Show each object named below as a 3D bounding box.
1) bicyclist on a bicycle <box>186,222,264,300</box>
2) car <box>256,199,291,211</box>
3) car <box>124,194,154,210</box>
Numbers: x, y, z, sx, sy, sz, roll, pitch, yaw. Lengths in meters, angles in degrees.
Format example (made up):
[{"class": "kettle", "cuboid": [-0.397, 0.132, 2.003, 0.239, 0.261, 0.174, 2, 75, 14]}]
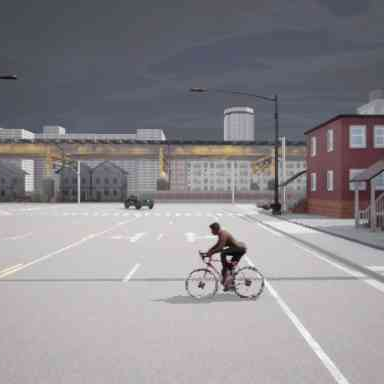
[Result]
[{"class": "bicyclist on a bicycle", "cuboid": [0.667, 1.453, 6.927, 1.656, 1.620, 0.582, -2, 0, 1]}, {"class": "car", "cuboid": [10.596, 1.547, 40.988, 5.357, 1.411, 2.033, 0, 0, 4]}, {"class": "car", "cuboid": [-7.004, 1.221, 43.846, 2.150, 2.045, 5.566, 0, 0, -35]}]
